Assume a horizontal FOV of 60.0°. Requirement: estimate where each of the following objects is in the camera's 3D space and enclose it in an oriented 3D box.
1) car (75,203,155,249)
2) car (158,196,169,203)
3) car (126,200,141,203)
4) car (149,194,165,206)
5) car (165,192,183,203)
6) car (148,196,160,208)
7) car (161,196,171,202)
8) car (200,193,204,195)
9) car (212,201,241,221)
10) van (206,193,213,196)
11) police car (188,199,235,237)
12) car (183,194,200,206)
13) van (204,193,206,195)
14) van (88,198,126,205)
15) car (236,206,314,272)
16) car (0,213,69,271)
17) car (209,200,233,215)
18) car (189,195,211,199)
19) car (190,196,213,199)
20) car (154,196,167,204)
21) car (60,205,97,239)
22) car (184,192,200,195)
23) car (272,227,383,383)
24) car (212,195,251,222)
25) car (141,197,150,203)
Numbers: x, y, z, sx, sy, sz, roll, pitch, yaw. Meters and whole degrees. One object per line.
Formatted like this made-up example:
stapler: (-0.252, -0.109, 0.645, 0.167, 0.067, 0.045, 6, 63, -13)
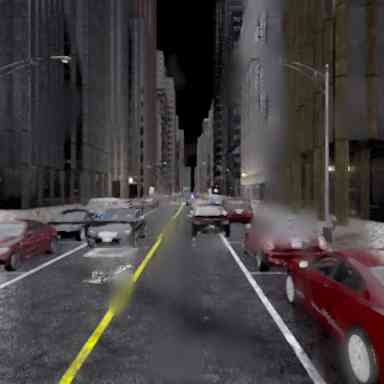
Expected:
car: (-3.092, 1.465, 14.568, 2.128, 1.511, 4.902, 0, 0, 0)
car: (-5.728, 1.471, 66.928, 1.802, 1.307, 4.206, 0, 0, 0)
car: (-5.748, 1.495, 27.600, 1.887, 1.381, 4.507, 0, 0, 0)
car: (-5.737, 1.229, 50.073, 2.192, 1.841, 5.009, 0, 0, 0)
car: (-2.971, 0.915, 55.695, 2.097, 1.767, 4.553, 0, 0, 0)
car: (-5.739, 1.505, 44.455, 1.802, 1.307, 4.206, 0, 0, 0)
car: (-5.725, 1.464, 72.547, 1.802, 1.307, 4.206, 0, 0, 0)
car: (2.800, 1.196, 72.562, 2.192, 1.841, 5.009, 0, 0, 0)
car: (2.777, 1.516, 27.612, 1.947, 1.339, 4.313, 0, 0, 0)
van: (2.783, 1.273, 38.850, 1.690, 1.788, 3.998, 0, 0, 0)
police car: (0.910, 1.393, 17.927, 1.930, 1.638, 5.238, 0, 0, 0)
car: (0.028, 1.475, 51.725, 1.994, 1.385, 4.181, 0, 0, 0)
van: (2.786, 1.264, 44.468, 1.690, 1.788, 3.998, 0, 0, 0)
van: (-5.751, 1.301, 21.981, 1.690, 1.788, 3.998, 0, 0, 0)
car: (2.769, 1.421, 10.756, 1.967, 1.590, 4.097, 0, 0, 0)
car: (-5.757, 1.562, 10.745, 1.802, 1.307, 4.206, 0, 0, 0)
car: (2.780, 1.492, 33.231, 2.008, 1.369, 4.403, 0, 0, 0)
car: (0.871, 1.396, 34.007, 1.801, 1.575, 5.366, 0, 0, 0)
car: (0.901, 1.406, 28.007, 1.801, 1.575, 5.366, 0, 0, 0)
car: (-5.731, 1.442, 61.310, 1.887, 1.381, 4.507, 0, 0, 0)
car: (-5.754, 1.536, 16.364, 1.947, 1.339, 4.313, 0, 0, 0)
car: (0.037, 0.957, 70.462, 2.150, 2.045, 5.566, 0, 0, 0)
car: (2.766, 1.535, 5.137, 1.887, 1.381, 4.507, 0, 0, 0)
car: (2.774, 1.275, 21.993, 2.192, 1.841, 5.009, 0, 0, 0)
car: (-5.745, 1.507, 33.219, 1.947, 1.339, 4.313, 0, 0, 0)
